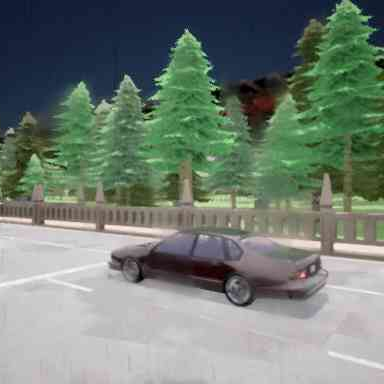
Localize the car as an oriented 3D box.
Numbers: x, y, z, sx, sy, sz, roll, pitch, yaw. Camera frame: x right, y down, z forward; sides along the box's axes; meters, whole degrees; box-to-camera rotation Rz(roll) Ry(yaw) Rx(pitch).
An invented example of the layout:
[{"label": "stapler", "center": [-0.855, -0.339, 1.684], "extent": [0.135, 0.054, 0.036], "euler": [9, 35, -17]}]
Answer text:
[{"label": "car", "center": [0.337, 1.570, 8.031], "extent": [5.357, 1.411, 2.033], "euler": [0, 0, 36]}]
